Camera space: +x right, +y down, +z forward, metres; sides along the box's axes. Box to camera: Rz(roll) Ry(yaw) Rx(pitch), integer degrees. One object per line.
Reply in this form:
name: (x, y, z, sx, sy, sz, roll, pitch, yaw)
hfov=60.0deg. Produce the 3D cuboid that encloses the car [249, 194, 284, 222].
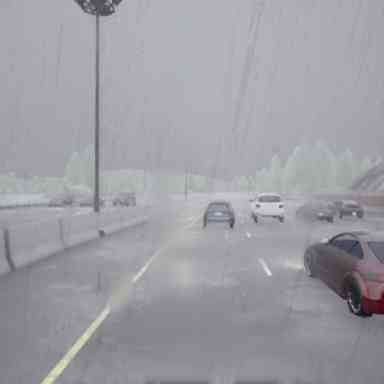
car: (5.730, 1.153, 25.864, 2.150, 2.045, 5.566, 0, 0, 6)

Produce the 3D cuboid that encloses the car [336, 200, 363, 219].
car: (13.085, 1.454, 28.705, 1.837, 1.490, 4.892, 0, 0, 6)

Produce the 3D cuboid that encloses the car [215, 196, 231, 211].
car: (3.792, 1.352, 40.225, 1.882, 1.535, 5.008, 0, 0, 6)

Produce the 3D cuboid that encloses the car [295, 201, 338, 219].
car: (9.191, 1.510, 25.275, 1.994, 1.385, 4.181, 0, 0, 6)

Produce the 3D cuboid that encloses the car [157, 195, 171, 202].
car: (-4.879, 1.276, 58.274, 2.128, 1.511, 4.902, 0, 0, 6)

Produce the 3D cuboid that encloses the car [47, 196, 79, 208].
car: (-17.132, 1.287, 43.713, 1.837, 1.490, 4.892, 0, 1, 7)

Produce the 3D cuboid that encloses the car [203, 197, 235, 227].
car: (1.815, 1.360, 22.078, 2.033, 1.649, 4.856, 0, 0, 6)

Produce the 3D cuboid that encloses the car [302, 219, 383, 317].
car: (3.952, 1.553, 7.379, 1.994, 1.385, 4.181, 0, 0, 3)

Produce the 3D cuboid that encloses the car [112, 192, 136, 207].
car: (-9.629, 1.018, 47.816, 2.150, 2.045, 5.566, 0, 0, 7)

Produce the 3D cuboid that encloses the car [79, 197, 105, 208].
car: (-13.463, 1.340, 45.042, 2.033, 1.411, 5.357, 0, 0, 7)
